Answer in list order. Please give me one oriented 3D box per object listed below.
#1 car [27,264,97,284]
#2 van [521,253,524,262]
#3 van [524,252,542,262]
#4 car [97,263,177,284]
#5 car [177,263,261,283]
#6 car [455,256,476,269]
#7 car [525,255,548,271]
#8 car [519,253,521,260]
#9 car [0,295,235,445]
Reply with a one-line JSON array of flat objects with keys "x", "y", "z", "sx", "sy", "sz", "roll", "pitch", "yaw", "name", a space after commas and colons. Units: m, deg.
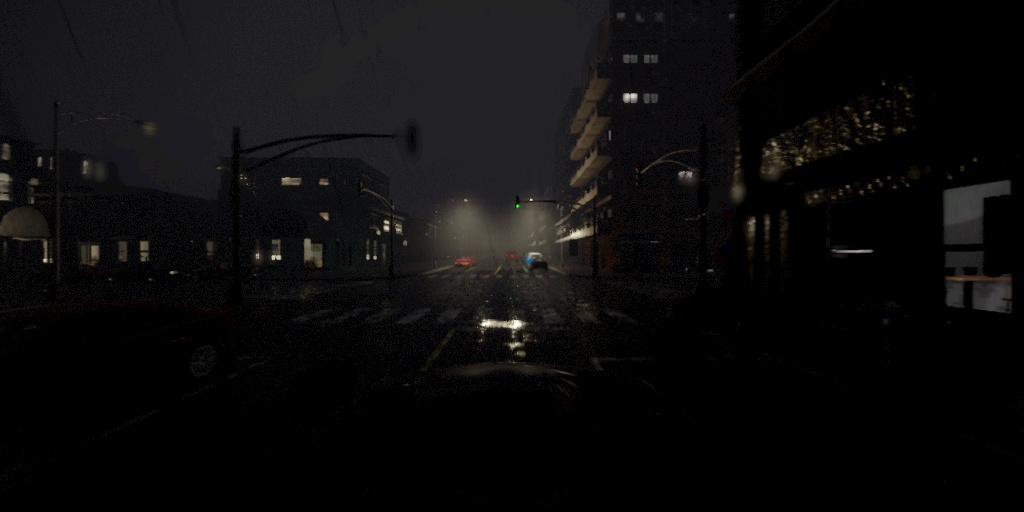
[{"x": -30.679, "y": 1.213, "z": 24.783, "sx": 4.207, "sy": 1.307, "sz": 1.802, "roll": 0, "pitch": 0, "yaw": 1, "name": "car"}, {"x": 2.684, "y": 0.351, "z": 53.587, "sx": 1.690, "sy": 1.789, "sz": 3.998, "roll": 0, "pitch": 0, "yaw": 0, "name": "van"}, {"x": 2.686, "y": 0.515, "z": 42.426, "sx": 1.690, "sy": 1.789, "sz": 3.998, "roll": 0, "pitch": 0, "yaw": 0, "name": "van"}, {"x": -25.199, "y": 1.172, "z": 24.709, "sx": 4.313, "sy": 1.339, "sz": 1.948, "roll": 0, "pitch": 0, "yaw": 1, "name": "car"}, {"x": -19.717, "y": 1.132, "z": 24.634, "sx": 4.403, "sy": 1.370, "sz": 2.007, "roll": 0, "pitch": 0, "yaw": 1, "name": "car"}, {"x": -5.695, "y": 0.756, "z": 42.389, "sx": 1.802, "sy": 1.307, "sz": 4.207, "roll": 0, "pitch": 0, "yaw": 0, "name": "car"}, {"x": 2.687, "y": 0.806, "z": 36.847, "sx": 2.007, "sy": 1.370, "sz": 4.403, "roll": 0, "pitch": 0, "yaw": 0, "name": "car"}, {"x": 2.683, "y": 0.370, "z": 64.917, "sx": 1.751, "sy": 1.417, "sz": 4.829, "roll": 0, "pitch": 0, "yaw": 0, "name": "car"}, {"x": -5.657, "y": 1.260, "z": 4.328, "sx": 1.888, "sy": 1.381, "sz": 4.507, "roll": 0, "pitch": 0, "yaw": 0, "name": "car"}]
